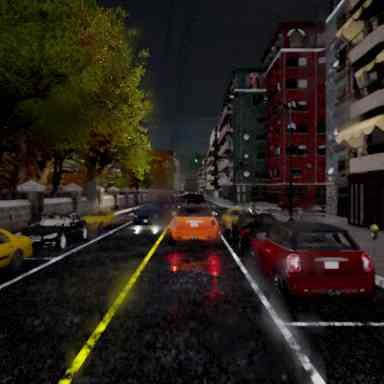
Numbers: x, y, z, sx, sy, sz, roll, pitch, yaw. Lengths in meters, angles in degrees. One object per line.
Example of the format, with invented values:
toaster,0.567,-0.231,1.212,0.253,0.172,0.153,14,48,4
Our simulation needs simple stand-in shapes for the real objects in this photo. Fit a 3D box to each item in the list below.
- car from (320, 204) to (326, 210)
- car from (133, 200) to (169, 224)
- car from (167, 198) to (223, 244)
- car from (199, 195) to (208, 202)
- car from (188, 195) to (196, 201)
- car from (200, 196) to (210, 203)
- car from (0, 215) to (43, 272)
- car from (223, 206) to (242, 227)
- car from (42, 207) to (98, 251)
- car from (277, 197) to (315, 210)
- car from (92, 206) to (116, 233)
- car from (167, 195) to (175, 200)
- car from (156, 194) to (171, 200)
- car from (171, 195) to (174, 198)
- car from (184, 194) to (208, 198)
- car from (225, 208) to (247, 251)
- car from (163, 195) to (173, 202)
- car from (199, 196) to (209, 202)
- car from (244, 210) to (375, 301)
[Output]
car,20.294,1.900,46.611,4.507,1.381,1.887,1,-1,0
car,-3.060,1.533,24.697,2.033,1.411,5.357,0,0,0
car,0.097,1.344,15.771,2.097,1.767,4.553,0,0,0
car,2.667,1.538,79.771,2.008,1.369,4.403,0,0,0
car,-0.021,1.507,88.473,2.128,1.511,4.902,0,0,0
car,2.670,1.508,68.870,1.752,1.417,4.829,0,0,0
car,-5.693,1.519,8.164,1.752,1.417,4.829,0,0,0
car,2.684,1.512,19.769,1.752,1.417,4.829,0,0,0
car,-5.694,1.541,13.965,2.008,1.369,4.403,0,0,0
car,14.604,1.567,46.594,5.009,1.841,2.192,1,-1,0
car,-5.696,1.513,19.426,1.752,1.417,4.829,0,0,0
car,-5.716,1.575,90.838,1.802,1.307,4.206,0,0,0
car,-5.710,1.296,63.162,2.192,1.841,5.009,0,0,0
car,-5.712,1.425,74.232,1.967,1.590,4.097,0,0,0
car,0.297,1.204,30.475,2.150,2.045,5.566,0,0,4
car,2.686,1.555,13.968,1.947,1.339,4.313,0,0,0
car,-5.713,1.532,79.768,1.887,1.381,4.507,0,0,0
car,2.668,1.529,74.235,1.887,1.381,4.507,0,0,0
car,2.687,1.433,8.337,1.967,1.590,4.097,0,0,0
